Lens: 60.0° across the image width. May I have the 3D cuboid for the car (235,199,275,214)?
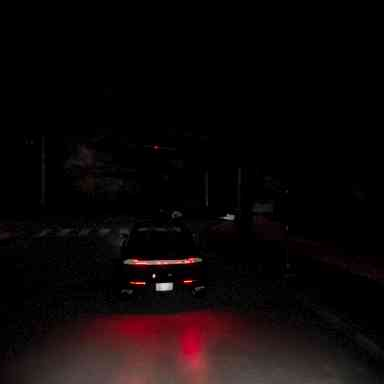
[{"bbox_3d":[6.271,1.369,30.764,4.674,1.442,1.812,0,0,-12],"label":"car"}]

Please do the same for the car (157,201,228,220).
[{"bbox_3d":[-0.044,1.392,25.563,5.357,1.411,2.033,0,0,-13],"label":"car"}]

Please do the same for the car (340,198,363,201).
[{"bbox_3d":[15.299,1.348,32.764,4.892,1.490,1.837,0,0,-12],"label":"car"}]

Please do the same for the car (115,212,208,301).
[{"bbox_3d":[-0.836,1.492,8.389,2.128,1.511,4.902,0,0,-8],"label":"car"}]
